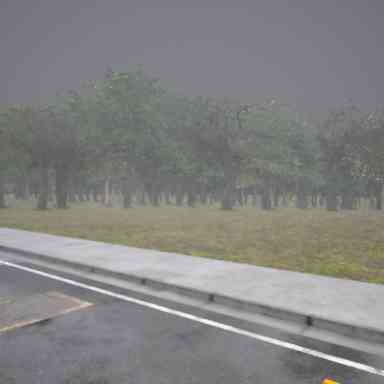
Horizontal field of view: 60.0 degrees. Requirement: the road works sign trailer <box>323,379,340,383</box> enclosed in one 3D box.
[{"bbox_3d":[2.380,0.506,2.246,2.880,3.560,2.380,0,-1,38],"label":"road works sign trailer"}]
